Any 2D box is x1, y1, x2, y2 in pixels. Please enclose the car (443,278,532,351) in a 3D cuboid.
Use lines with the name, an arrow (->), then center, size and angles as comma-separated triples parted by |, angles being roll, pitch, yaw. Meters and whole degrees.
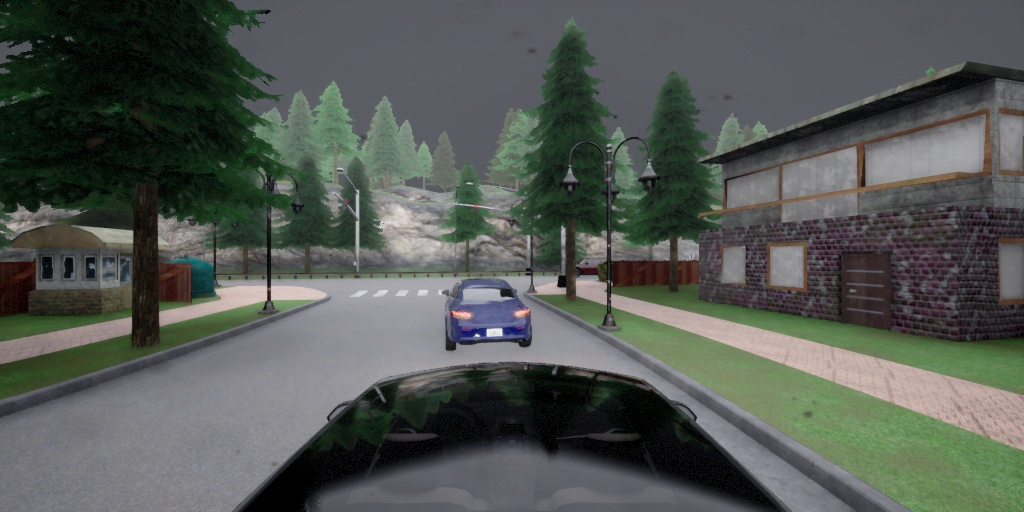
car -> -0.755, 1.276, 9.016 | 1.812, 1.442, 4.674 | 0, 0, -11

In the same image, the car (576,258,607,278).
car -> 6.607, 0.945, 31.500 | 4.553, 1.767, 2.097 | 0, 0, -12
